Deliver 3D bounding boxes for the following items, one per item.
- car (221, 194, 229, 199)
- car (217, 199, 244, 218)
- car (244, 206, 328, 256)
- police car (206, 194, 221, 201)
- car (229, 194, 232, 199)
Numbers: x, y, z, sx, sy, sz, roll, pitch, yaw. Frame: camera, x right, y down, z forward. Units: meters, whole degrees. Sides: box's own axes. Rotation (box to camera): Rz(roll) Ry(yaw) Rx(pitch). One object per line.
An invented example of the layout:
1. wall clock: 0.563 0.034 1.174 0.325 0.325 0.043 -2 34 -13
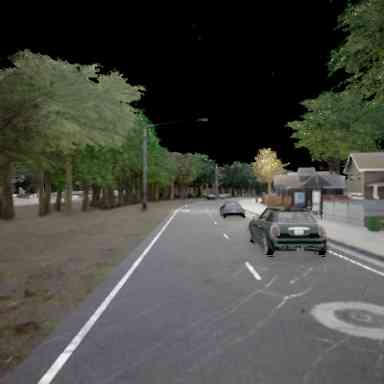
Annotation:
1. car: 7.771 1.327 88.365 1.812 1.442 4.674 0 0 19
2. car: 3.591 1.574 30.241 1.994 1.385 4.181 0 0 0
3. car: 3.593 1.375 13.295 2.097 1.767 4.553 0 0 0
4. police car: 4.796 1.280 78.980 1.930 1.638 5.238 0 0 16
5. car: 9.864 1.247 93.958 1.882 1.535 5.008 0 0 22
